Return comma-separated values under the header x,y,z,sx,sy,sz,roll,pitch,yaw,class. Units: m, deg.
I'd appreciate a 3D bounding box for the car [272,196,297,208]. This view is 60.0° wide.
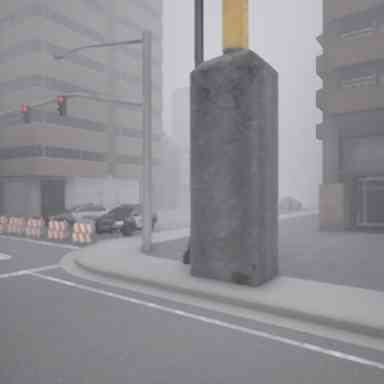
x,y,z,sx,sy,sz,roll,pitch,yaw,class
13.768,1.471,49.196,2.038,1.542,4.974,0,0,35,car

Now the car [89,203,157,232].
x,y,z,sx,sy,sz,roll,pitch,yaw,class
-3.657,1.309,18.528,1.853,1.218,4.536,0,0,15,car

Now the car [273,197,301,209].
x,y,z,sx,sy,sz,roll,pitch,yaw,class
11.602,1.310,40.318,1.853,1.218,4.536,0,0,35,car

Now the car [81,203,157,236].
x,y,z,sx,sy,sz,roll,pitch,yaw,class
-3.671,1.466,18.477,2.038,1.542,4.974,0,0,15,car

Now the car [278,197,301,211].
x,y,z,sx,sy,sz,roll,pitch,yaw,class
11.573,1.467,40.275,2.038,1.542,4.974,0,0,35,car

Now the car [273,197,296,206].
x,y,z,sx,sy,sz,roll,pitch,yaw,class
13.798,1.313,49.238,1.853,1.218,4.536,0,0,35,car

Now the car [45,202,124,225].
x,y,z,sx,sy,sz,roll,pitch,yaw,class
-6.822,1.313,21.184,4.536,1.218,1.853,0,0,-30,car

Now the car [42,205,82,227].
x,y,z,sx,sy,sz,roll,pitch,yaw,class
-6.867,1.470,21.158,4.974,1.542,2.038,0,0,-30,car
